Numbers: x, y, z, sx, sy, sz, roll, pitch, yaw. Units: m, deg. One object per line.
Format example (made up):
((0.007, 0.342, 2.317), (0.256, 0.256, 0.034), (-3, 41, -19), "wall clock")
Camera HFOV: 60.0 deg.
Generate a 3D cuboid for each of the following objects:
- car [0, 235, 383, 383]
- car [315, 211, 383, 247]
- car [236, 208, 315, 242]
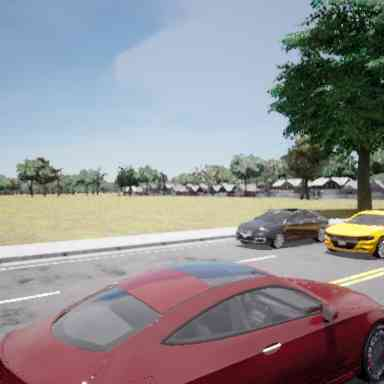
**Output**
((0.406, 1.523, 3.730), (4.674, 1.442, 1.812), (0, 0, -36), "car")
((7.134, 1.466, 12.770), (5.008, 1.535, 1.882), (0, 0, -35), "car")
((4.065, 1.494, 14.572), (4.892, 1.490, 1.837), (0, 0, -36), "car")
